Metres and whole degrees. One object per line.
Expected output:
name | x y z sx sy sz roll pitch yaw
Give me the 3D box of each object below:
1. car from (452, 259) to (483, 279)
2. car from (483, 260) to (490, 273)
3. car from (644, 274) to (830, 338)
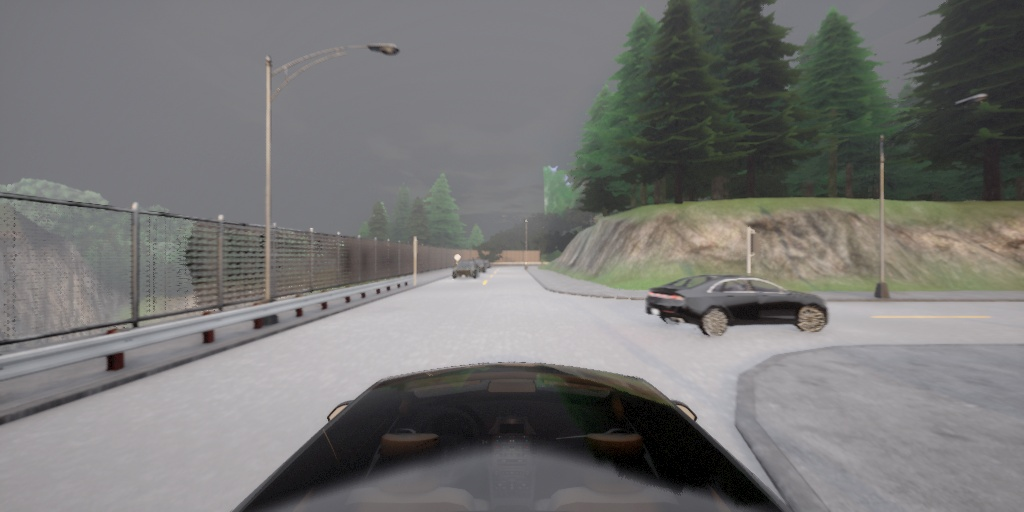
car | -4.148 1.130 32.997 2.097 1.767 4.553 0 0 0
car | -4.161 1.141 43.006 2.097 1.767 4.553 0 0 0
car | 6.143 1.254 9.866 4.902 1.511 2.128 0 -1 -11
